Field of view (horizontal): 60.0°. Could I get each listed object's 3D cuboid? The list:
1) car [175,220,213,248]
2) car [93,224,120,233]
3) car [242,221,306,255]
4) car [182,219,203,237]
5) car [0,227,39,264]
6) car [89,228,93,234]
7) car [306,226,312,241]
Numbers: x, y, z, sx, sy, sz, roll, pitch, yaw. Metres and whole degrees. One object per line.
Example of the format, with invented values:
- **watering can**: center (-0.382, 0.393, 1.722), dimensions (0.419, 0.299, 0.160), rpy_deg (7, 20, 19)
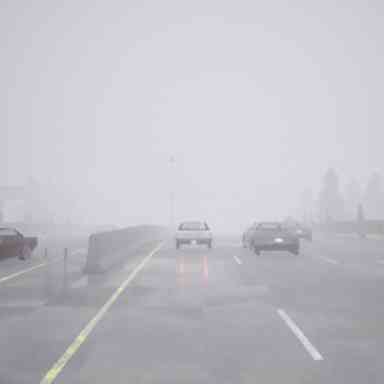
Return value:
- **car**: center (0.088, 2.323, 18.363), dimensions (1.895, 1.301, 4.718), rpy_deg (0, -4, 0)
- **car**: center (-10.536, 4.845, 42.782), dimensions (2.033, 1.411, 5.357), rpy_deg (0, -6, 0)
- **car**: center (3.589, 2.098, 15.771), dimensions (1.994, 1.385, 4.181), rpy_deg (0, -4, 0)
- **car**: center (0.076, 3.906, 36.092), dimensions (2.097, 1.767, 4.553), rpy_deg (0, -6, 0)
- **car**: center (-7.099, 1.870, 11.148), dimensions (1.895, 1.301, 4.718), rpy_deg (0, -3, 0)
- **car**: center (-14.032, 5.731, 50.772), dimensions (2.033, 1.411, 5.357), rpy_deg (0, -6, 0)
- **car**: center (7.084, 2.792, 24.013), dimensions (1.994, 1.385, 4.181), rpy_deg (0, -6, 0)
